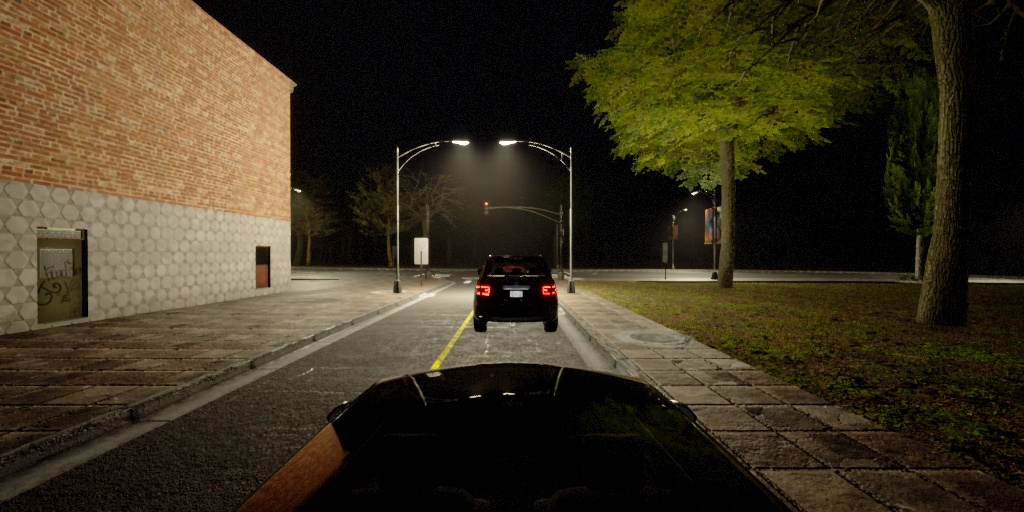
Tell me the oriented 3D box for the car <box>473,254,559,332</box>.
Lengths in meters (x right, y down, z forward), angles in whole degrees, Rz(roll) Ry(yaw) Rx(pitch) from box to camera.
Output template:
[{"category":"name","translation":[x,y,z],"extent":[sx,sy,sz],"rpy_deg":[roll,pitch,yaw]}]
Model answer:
[{"category":"car","translation":[0.088,0.980,11.002],"extent":[2.150,2.045,5.566],"rpy_deg":[0,0,0]}]
